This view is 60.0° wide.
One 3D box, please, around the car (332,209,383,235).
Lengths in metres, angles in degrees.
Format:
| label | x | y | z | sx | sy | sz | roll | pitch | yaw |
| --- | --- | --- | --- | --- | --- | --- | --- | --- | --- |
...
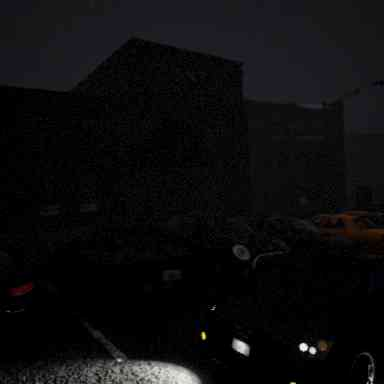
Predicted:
| label | x | y | z | sx | sy | sz | roll | pitch | yaw |
| --- | --- | --- | --- | --- | --- | --- | --- | --- | --- |
| car | 5.376 | 1.515 | 13.065 | 1.946 | 1.575 | 5.366 | 0 | 0 | -35 |

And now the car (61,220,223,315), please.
| label | x | y | z | sx | sy | sz | roll | pitch | yaw |
| --- | --- | --- | --- | --- | --- | --- | --- | --- | --- |
| car | -1.709 | 1.520 | 7.820 | 2.163 | 1.488 | 4.792 | 0 | 0 | -36 |

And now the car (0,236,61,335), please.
| label | x | y | z | sx | sy | sz | roll | pitch | yaw |
| --- | --- | --- | --- | --- | --- | --- | --- | --- | --- |
| car | -4.083 | 1.521 | 6.087 | 2.002 | 1.452 | 4.674 | 0 | 0 | -35 |

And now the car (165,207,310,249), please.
| label | x | y | z | sx | sy | sz | roll | pitch | yaw |
| --- | --- | --- | --- | --- | --- | --- | --- | --- | --- |
| car | 0.682 | 1.374 | 9.528 | 2.185 | 1.767 | 4.553 | 0 | 0 | -36 |

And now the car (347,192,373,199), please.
| label | x | y | z | sx | sy | sz | roll | pitch | yaw |
| --- | --- | --- | --- | --- | --- | --- | --- | --- | --- |
| car | 24.674 | 0.760 | 49.996 | 2.097 | 1.767 | 4.553 | -4 | 0 | -23 |

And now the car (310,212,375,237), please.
| label | x | y | z | sx | sy | sz | roll | pitch | yaw |
| --- | --- | --- | --- | --- | --- | --- | --- | --- | --- |
| car | 2.986 | 1.509 | 11.141 | 2.231 | 1.521 | 4.892 | 0 | 0 | -35 |

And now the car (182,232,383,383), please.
| label | x | y | z | sx | sy | sz | roll | pitch | yaw |
| --- | --- | --- | --- | --- | --- | --- | --- | --- | --- |
| car | 2.176 | 1.579 | 4.933 | 4.181 | 1.385 | 1.994 | 0 | 0 | -36 |

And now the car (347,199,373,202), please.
| label | x | y | z | sx | sy | sz | roll | pitch | yaw |
| --- | --- | --- | --- | --- | --- | --- | --- | --- | --- |
| car | 10.290 | 1.406 | 16.305 | 2.185 | 1.767 | 4.553 | 0 | 0 | -36 |
